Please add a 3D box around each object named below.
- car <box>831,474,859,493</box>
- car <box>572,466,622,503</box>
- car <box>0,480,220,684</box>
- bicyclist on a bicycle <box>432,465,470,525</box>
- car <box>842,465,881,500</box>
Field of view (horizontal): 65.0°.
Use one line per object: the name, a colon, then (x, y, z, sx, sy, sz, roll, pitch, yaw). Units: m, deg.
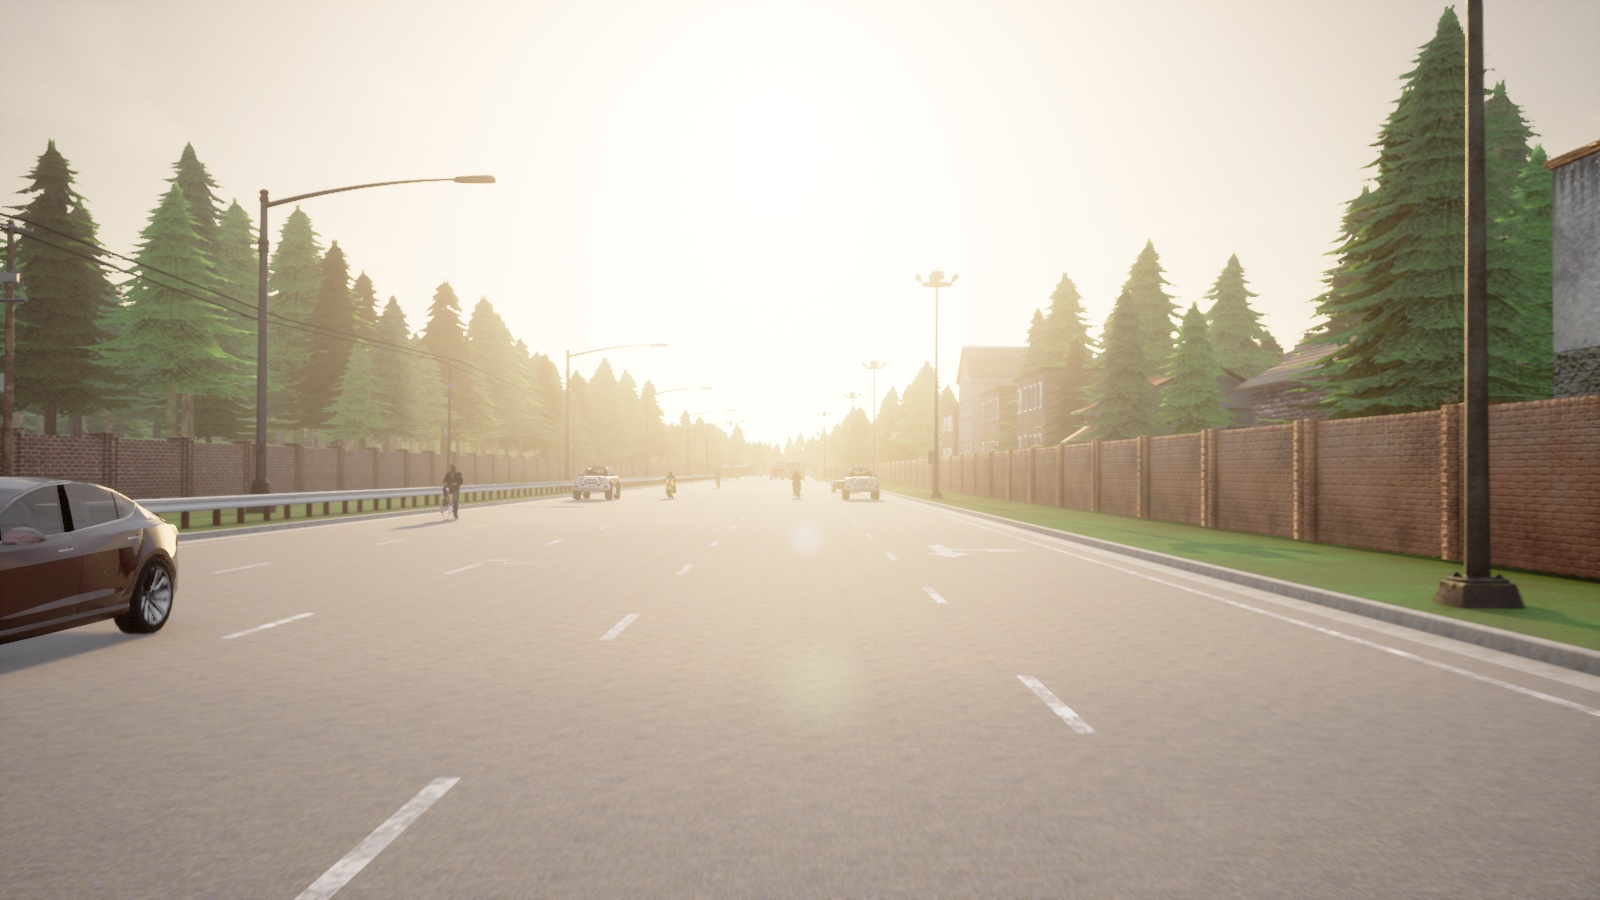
car: (3.273, 2.442, 91.996, 1.895, 1.301, 4.718, 0, -1, 0)
car: (-10.664, 1.783, 66.230, 1.932, 1.855, 4.605, 0, -1, 0)
car: (-7.026, 1.018, 10.473, 2.163, 1.488, 4.792, 0, -1, 0)
bicyclist on a bicycle: (-10.586, 1.366, 38.137, 0.659, 1.776, 1.843, 0, -1, 0)
car: (3.329, 1.771, 68.885, 1.932, 1.855, 4.605, 0, -1, 0)
